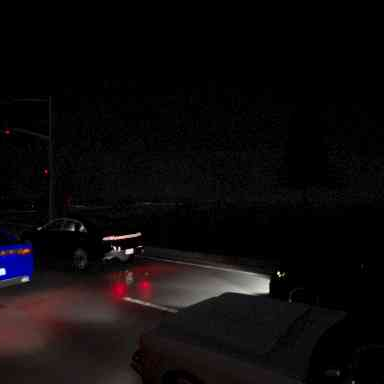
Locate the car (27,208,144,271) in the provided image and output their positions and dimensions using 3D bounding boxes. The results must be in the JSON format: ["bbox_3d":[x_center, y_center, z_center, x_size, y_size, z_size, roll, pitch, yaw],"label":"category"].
[{"bbox_3d":[-3.764,1.492,10.962,4.902,1.511,2.128,0,0,36],"label":"car"}]

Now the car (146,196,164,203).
[{"bbox_3d":[-7.599,1.555,68.835,1.994,1.385,4.181,0,0,35],"label":"car"}]

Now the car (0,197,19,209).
[{"bbox_3d":[-24.412,1.501,44.836,1.837,1.490,4.892,0,1,35],"label":"car"}]

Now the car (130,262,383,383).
[{"bbox_3d":[1.716,1.601,2.770,4.718,1.301,1.895,0,0,36],"label":"car"}]

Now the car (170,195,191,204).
[{"bbox_3d":[-2.173,1.352,64.446,2.097,1.767,4.553,0,0,36],"label":"car"}]

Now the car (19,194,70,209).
[{"bbox_3d":[-18.085,1.222,41.673,2.150,2.045,5.566,0,0,35],"label":"car"}]

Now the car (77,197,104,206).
[{"bbox_3d":[-16.663,1.547,55.970,2.033,1.411,5.357,0,0,35],"label":"car"}]

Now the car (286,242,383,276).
[{"bbox_3d":[3.502,1.564,5.788,4.181,1.385,1.994,0,0,36],"label":"car"}]

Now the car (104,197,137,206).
[{"bbox_3d":[-10.776,1.492,52.177,2.128,1.511,4.902,0,0,35],"label":"car"}]

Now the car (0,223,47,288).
[{"bbox_3d":[-5.899,1.478,8.186,5.008,1.535,1.882,0,0,36],"label":"car"}]
